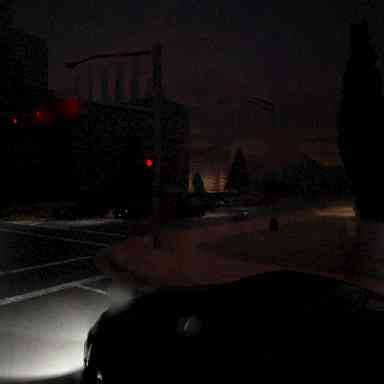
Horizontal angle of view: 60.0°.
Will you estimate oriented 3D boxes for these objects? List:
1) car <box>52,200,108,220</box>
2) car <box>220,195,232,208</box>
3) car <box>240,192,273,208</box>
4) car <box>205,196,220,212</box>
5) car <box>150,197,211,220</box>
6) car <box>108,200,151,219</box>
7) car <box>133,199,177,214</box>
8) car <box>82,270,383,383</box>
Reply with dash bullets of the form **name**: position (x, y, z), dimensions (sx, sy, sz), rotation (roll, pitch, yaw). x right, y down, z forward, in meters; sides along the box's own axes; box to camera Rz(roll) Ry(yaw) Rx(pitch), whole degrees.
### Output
- **car**: position (-9.444, 1.478, 28.478), dimensions (1.882, 1.535, 5.008), rotation (0, 0, 36)
- **car**: position (3.083, 1.548, 45.697), dimensions (2.033, 1.411, 5.357), rotation (0, 0, 36)
- **car**: position (9.657, 1.225, 48.745), dimensions (2.150, 2.045, 5.566), rotation (0, 0, 37)
- **car**: position (0.679, 1.352, 36.448), dimensions (2.097, 1.767, 4.553), rotation (0, 0, 36)
- **car**: position (-0.837, 1.491, 28.078), dimensions (2.128, 1.511, 4.902), rotation (0, 0, 36)
- **car**: position (-4.641, 1.601, 29.119), dimensions (1.895, 1.301, 4.718), rotation (0, 0, 36)
- **car**: position (-3.923, 1.505, 36.063), dimensions (1.837, 1.490, 4.892), rotation (0, 0, 36)
- **car**: position (0.785, 1.564, 3.441), dimensions (4.181, 1.385, 1.994), rotation (0, 0, 35)
